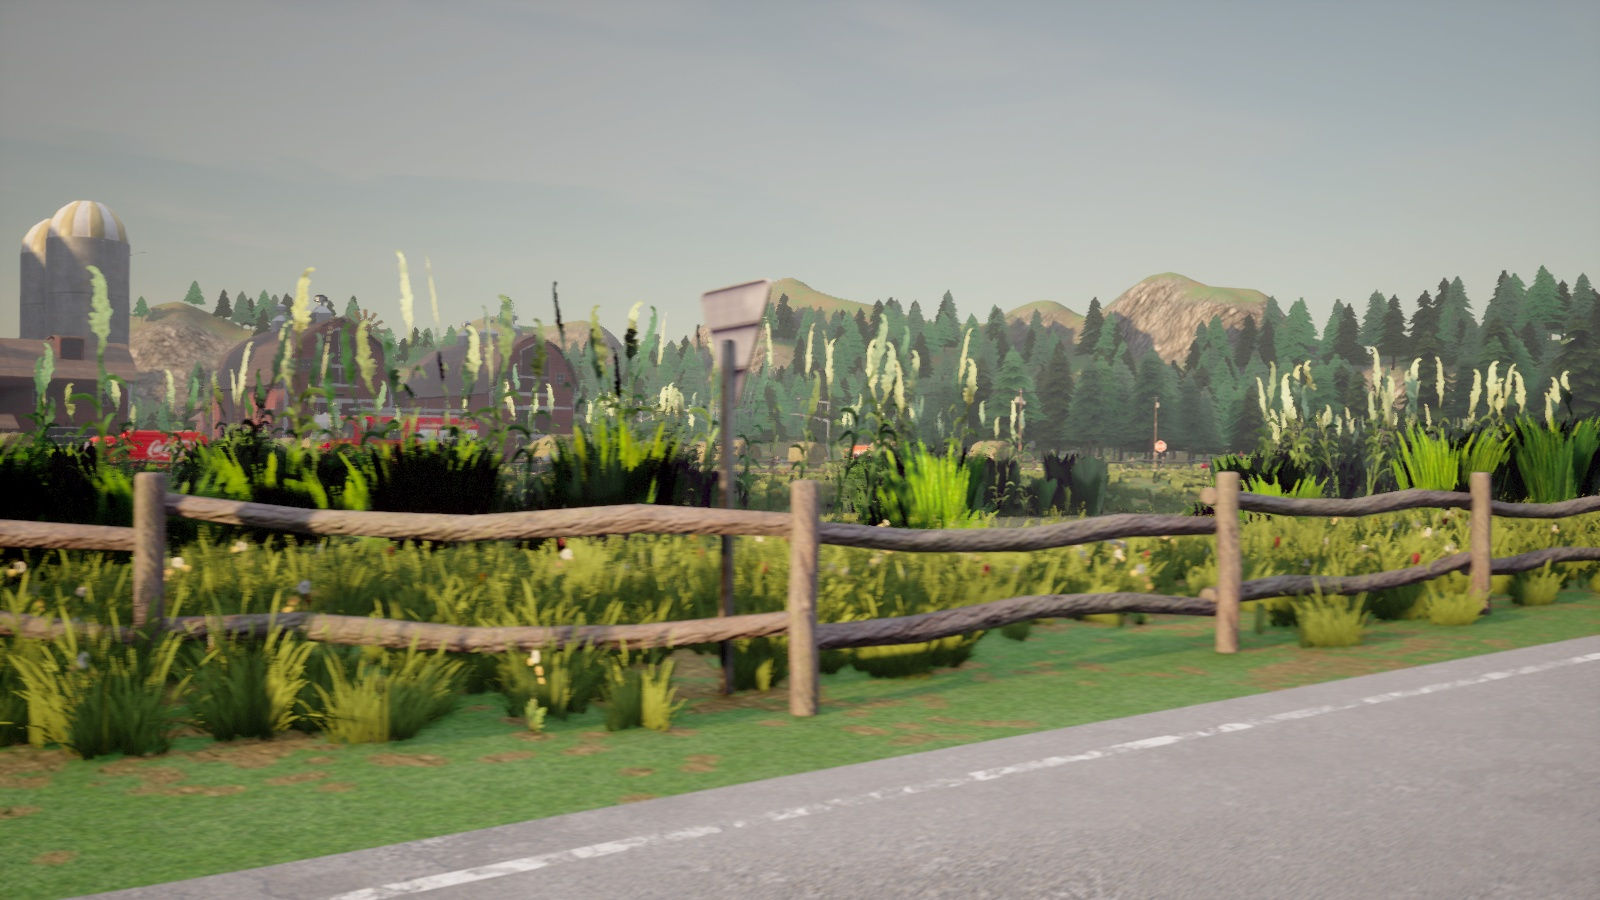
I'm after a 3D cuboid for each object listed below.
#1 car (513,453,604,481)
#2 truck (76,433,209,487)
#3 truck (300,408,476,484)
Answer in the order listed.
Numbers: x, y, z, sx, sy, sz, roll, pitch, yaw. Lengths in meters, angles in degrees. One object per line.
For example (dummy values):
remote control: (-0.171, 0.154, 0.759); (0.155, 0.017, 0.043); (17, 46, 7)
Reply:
car: (-14.055, 0.969, 73.247); (4.892, 1.490, 1.837); (-1, 0, -38)
truck: (-31.236, 0.448, 59.678); (5.204, 2.467, 2.627); (0, 0, -38)
truck: (-21.882, -0.213, 67.069); (8.468, 3.827, 2.891); (0, 0, -38)
